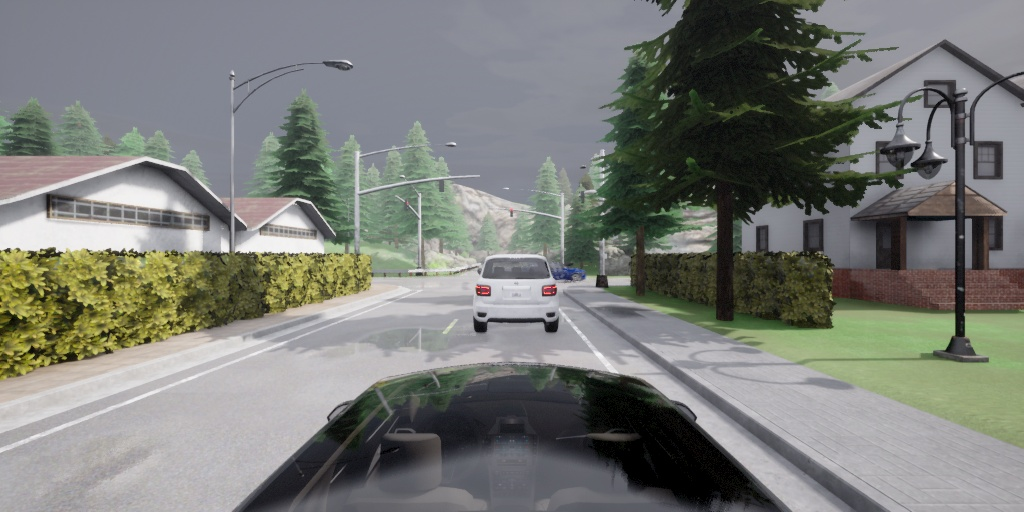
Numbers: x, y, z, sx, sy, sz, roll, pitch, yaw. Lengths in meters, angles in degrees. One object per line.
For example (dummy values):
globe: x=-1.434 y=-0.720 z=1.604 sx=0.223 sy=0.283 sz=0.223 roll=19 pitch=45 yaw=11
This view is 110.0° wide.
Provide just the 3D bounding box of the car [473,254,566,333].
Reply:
car: x=0.105 y=0.971 z=10.923 sx=2.150 sy=2.045 sz=5.566 roll=0 pitch=0 yaw=0

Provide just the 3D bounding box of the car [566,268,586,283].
car: x=3.057 y=1.217 z=27.008 sx=5.008 sy=1.535 sz=1.882 roll=0 pitch=0 yaw=0
